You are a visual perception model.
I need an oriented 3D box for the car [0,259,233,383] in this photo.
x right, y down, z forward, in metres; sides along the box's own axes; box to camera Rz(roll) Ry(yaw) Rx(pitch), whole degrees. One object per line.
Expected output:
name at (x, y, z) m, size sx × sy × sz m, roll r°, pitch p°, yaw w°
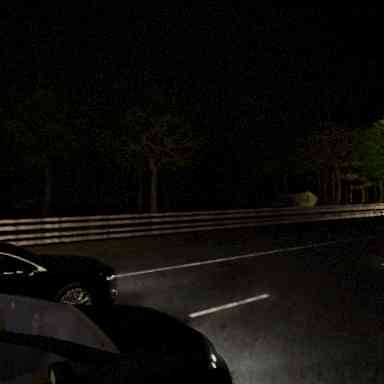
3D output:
car at (-1.671, 1.572, 2.609) m, size 4.181 × 1.385 × 1.994 m, roll 0°, pitch 0°, yaw -36°

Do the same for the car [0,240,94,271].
car at (-3.676, 1.520, 5.477) m, size 4.892 × 1.490 × 1.837 m, roll 0°, pitch 0°, yaw -36°
